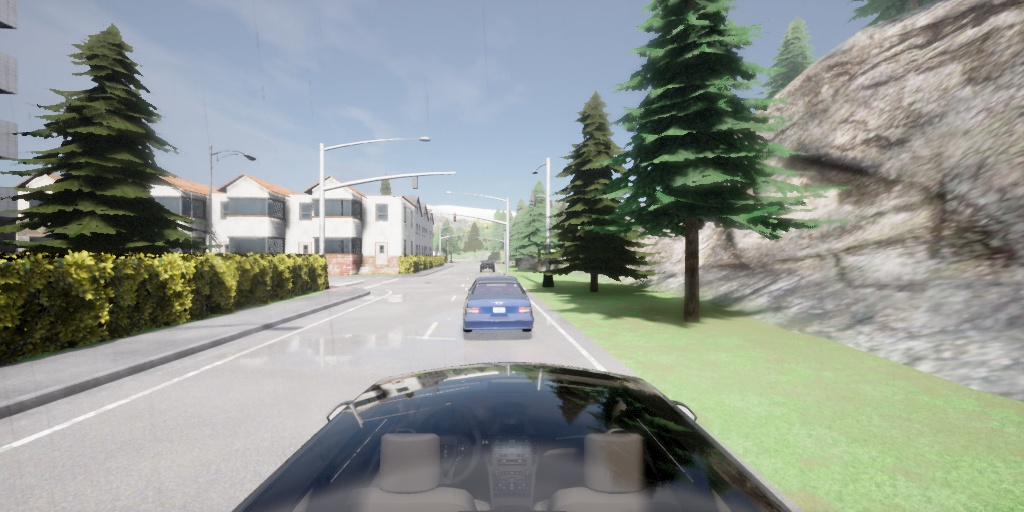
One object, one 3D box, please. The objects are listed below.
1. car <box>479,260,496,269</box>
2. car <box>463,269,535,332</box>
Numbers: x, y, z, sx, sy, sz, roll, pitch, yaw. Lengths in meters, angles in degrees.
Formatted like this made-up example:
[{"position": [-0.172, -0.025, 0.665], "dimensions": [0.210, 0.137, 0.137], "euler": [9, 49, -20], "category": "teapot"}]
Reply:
[{"position": [-3.106, 1.255, 45.283], "dimensions": [1.837, 1.490, 4.892], "euler": [0, 0, -4], "category": "car"}, {"position": [-0.478, 1.297, 10.802], "dimensions": [2.033, 1.411, 5.357], "euler": [0, 0, -4], "category": "car"}]
